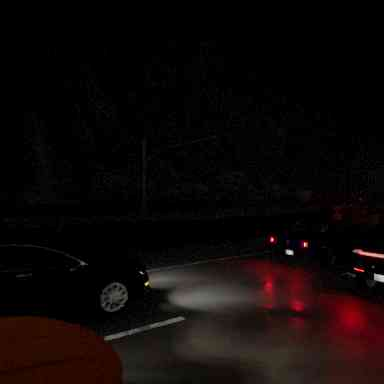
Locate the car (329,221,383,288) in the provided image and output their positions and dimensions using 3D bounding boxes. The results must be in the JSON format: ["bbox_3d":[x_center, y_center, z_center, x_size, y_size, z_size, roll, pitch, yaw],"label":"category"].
[{"bbox_3d":[5.699,1.482,7.961,4.902,1.511,2.128,0,0,-36],"label":"car"}]

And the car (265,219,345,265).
[{"bbox_3d":[4.839,1.590,11.666,4.718,1.301,1.895,0,0,-36],"label":"car"}]

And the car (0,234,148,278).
[{"bbox_3d":[-3.116,1.506,5.814,4.892,1.490,1.837,0,0,-36],"label":"car"}]

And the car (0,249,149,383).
[{"bbox_3d":[-2.794,1.476,1.720,5.008,1.535,1.882,0,0,-36],"label":"car"}]

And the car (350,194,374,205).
[{"bbox_3d":[28.124,1.129,55.178,4.553,1.767,2.097,0,0,-36],"label":"car"}]
